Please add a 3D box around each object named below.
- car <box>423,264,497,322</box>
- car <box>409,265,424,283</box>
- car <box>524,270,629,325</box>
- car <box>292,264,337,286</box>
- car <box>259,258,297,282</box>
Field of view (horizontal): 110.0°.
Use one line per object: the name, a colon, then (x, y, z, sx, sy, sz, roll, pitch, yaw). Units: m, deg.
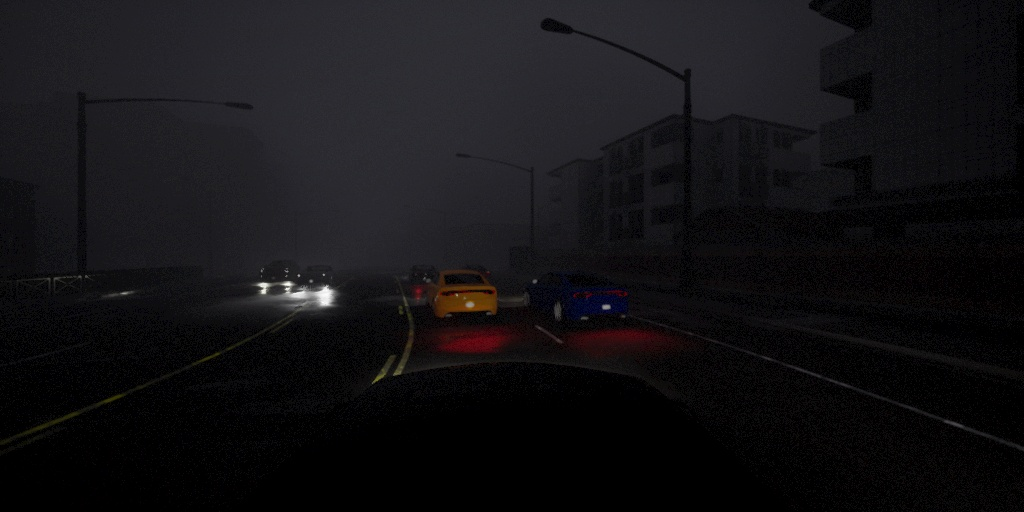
car: (-1.887, 1.211, 12.455, 1.882, 1.535, 5.008, 0, 0, -17)
car: (-6.783, 1.316, 27.197, 1.895, 1.301, 4.718, 0, 0, -19)
car: (1.867, 1.207, 11.957, 1.882, 1.535, 5.008, 0, 0, -15)
car: (-13.686, 1.329, 25.282, 1.895, 1.301, 4.718, 0, 0, -19)
car: (-18.696, 1.080, 29.123, 2.097, 1.767, 4.553, 0, 0, -19)
